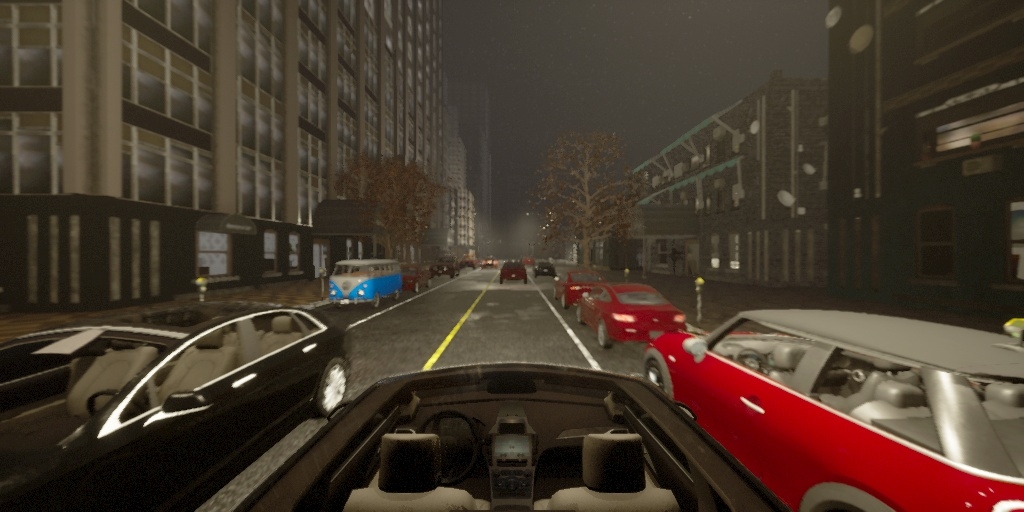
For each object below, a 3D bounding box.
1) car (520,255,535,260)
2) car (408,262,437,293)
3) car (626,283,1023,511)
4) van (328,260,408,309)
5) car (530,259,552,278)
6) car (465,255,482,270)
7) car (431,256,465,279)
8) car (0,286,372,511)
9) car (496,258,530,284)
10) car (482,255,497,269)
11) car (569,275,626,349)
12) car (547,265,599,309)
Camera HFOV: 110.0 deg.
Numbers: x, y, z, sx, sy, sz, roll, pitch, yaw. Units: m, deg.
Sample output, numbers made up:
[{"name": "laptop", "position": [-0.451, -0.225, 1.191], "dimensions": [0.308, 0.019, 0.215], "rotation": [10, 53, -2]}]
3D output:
[{"name": "car", "position": [2.697, 0.808, 58.581], "dimensions": [2.192, 1.841, 5.009], "rotation": [0, 0, 0]}, {"name": "car", "position": [-5.688, 1.208, 19.824], "dimensions": [1.888, 1.381, 4.507], "rotation": [0, 0, 0]}, {"name": "car", "position": [2.692, 1.182, 3.210], "dimensions": [1.967, 1.591, 4.097], "rotation": [0, 0, 0]}, {"name": "van", "position": [-5.689, 1.030, 14.287], "dimensions": [1.690, 1.789, 3.998], "rotation": [0, 0, 0]}, {"name": "car", "position": [2.694, 1.178, 30.896], "dimensions": [1.948, 1.339, 4.313], "rotation": [0, 0, 0]}, {"name": "car", "position": [-5.685, 0.855, 47.509], "dimensions": [2.192, 1.841, 5.009], "rotation": [0, 0, 0]}, {"name": "car", "position": [-5.686, 0.927, 30.898], "dimensions": [2.192, 1.841, 5.009], "rotation": [0, 0, 0]}, {"name": "car", "position": [-3.099, 1.248, 3.049], "dimensions": [1.837, 1.490, 4.892], "rotation": [0, 0, 0]}, {"name": "car", "position": [0.101, 1.113, 25.791], "dimensions": [1.882, 1.535, 5.008], "rotation": [0, 0, 0]}, {"name": "car", "position": [-2.994, 0.898, 48.921], "dimensions": [2.097, 1.767, 4.553], "rotation": [0, 0, 0]}, {"name": "car", "position": [2.692, 1.297, 8.747], "dimensions": [1.802, 1.307, 4.207], "rotation": [0, 0, 0]}, {"name": "car", "position": [2.693, 1.234, 14.285], "dimensions": [1.888, 1.381, 4.507], "rotation": [0, 0, 0]}]
